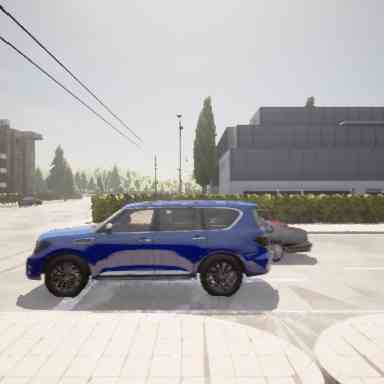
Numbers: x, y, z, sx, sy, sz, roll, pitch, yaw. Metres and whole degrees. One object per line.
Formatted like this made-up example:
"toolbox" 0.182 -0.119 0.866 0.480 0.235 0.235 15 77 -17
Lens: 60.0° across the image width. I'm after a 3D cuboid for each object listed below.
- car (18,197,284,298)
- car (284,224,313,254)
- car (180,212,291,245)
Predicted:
"car" -0.917 1.222 8.049 5.566 2.045 2.150 0 0 -1
"car" 1.312 1.547 11.582 5.357 1.411 2.033 0 0 -1
"car" 1.846 1.601 15.088 4.718 1.301 1.895 0 0 -1
